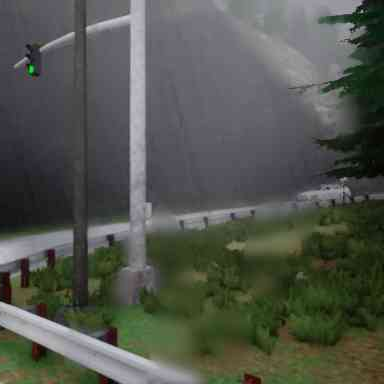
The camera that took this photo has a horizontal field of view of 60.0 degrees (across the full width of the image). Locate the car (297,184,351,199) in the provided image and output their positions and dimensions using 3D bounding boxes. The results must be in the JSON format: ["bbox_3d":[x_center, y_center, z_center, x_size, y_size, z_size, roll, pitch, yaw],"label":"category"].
[{"bbox_3d":[11.348,0.097,28.657,4.674,1.442,1.812,-5,1,-14],"label":"car"}]
